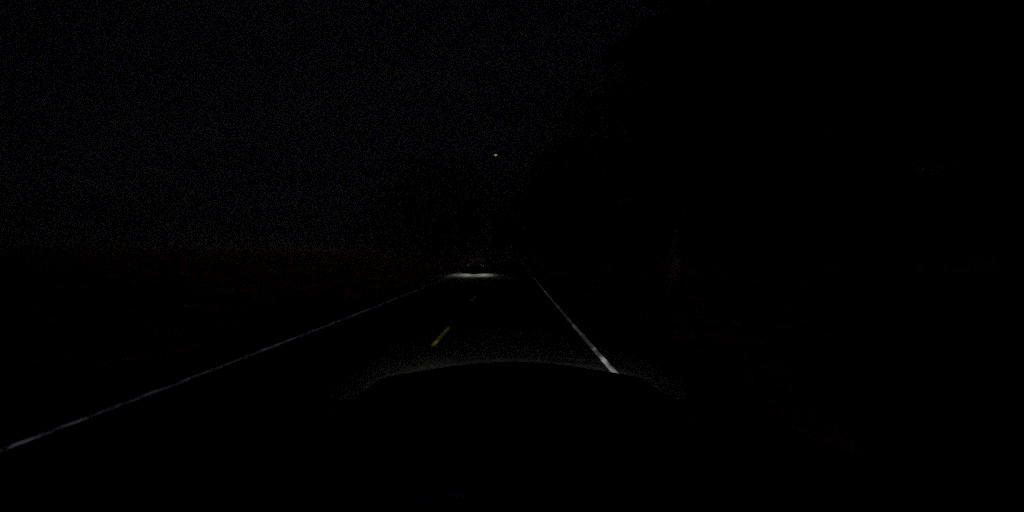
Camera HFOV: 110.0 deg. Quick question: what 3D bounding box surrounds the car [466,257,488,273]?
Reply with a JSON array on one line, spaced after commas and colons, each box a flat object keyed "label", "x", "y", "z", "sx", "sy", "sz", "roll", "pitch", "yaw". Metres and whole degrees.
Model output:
[{"label": "car", "x": -3.492, "y": 0.840, "z": 36.188, "sx": 1.882, "sy": 1.535, "sz": 5.008, "roll": 0, "pitch": 1, "yaw": 0}]
